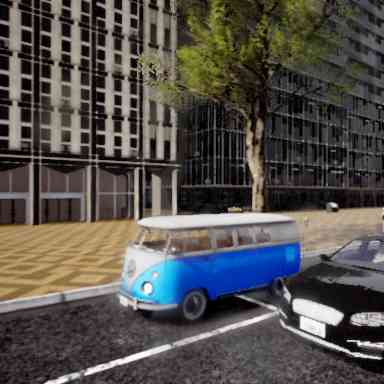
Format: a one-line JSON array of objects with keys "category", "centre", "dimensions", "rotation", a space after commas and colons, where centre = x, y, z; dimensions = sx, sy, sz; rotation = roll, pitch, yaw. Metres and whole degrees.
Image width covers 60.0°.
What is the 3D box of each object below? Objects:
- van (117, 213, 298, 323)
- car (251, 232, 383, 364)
[{"category": "van", "centre": [0.540, 1.362, 6.946], "dimensions": [3.998, 1.788, 1.690], "rotation": [0, 0, -35]}, {"category": "car", "centre": [3.583, 1.521, 5.810], "dimensions": [4.902, 1.511, 2.128], "rotation": [0, 0, -35]}]
